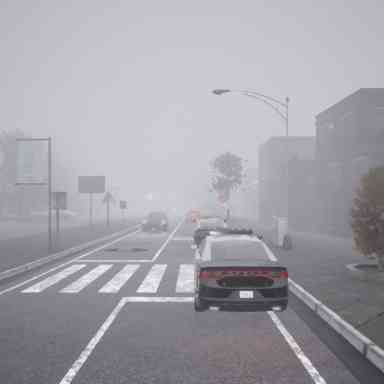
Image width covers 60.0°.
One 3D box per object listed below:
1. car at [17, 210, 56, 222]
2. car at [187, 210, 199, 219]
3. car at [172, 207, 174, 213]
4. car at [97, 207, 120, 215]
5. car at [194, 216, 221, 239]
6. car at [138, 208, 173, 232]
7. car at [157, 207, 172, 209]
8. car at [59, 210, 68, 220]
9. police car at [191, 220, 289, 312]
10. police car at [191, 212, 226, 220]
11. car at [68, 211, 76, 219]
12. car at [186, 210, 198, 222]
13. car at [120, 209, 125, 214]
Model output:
[{"bbox_3d":[-21.773,3.396,46.155,4.674,1.452,2.002,0,-2,0],"label":"car"},{"bbox_3d":[0.244,4.032,60.089,2.033,1.411,5.357,0,-2,0],"label":"car"},{"bbox_3d":[-8.497,4.963,89.809,5.566,2.045,2.435,0,-3,0],"label":"car"},{"bbox_3d":[-21.571,4.964,84.306,5.008,1.535,2.097,0,-2,0],"label":"car"},{"bbox_3d":[1.060,2.527,24.543,1.812,1.442,4.674,0,-2,0],"label":"car"},{"bbox_3d":[-3.143,2.563,29.525,2.097,1.767,4.553,0,-2,0],"label":"car"},{"bbox_3d":[-8.477,5.086,87.000,4.892,1.521,2.231,0,-3,0],"label":"car"},{"bbox_3d":[-21.753,3.495,49.430,4.892,1.521,2.231,0,-2,0],"label":"car"},{"bbox_3d":[0.998,1.766,8.656,1.930,1.638,5.238,0,-2,0],"label":"police car"},{"bbox_3d":[1.034,2.179,18.658,1.930,1.638,5.238,0,-2,0],"label":"police car"},{"bbox_3d":[-21.748,3.631,52.700,5.008,1.535,2.097,0,-2,0],"label":"car"},{"bbox_3d":[0.203,3.277,46.658,2.097,1.767,4.553,0,-2,1],"label":"car"},{"bbox_3d":[-21.553,5.217,89.868,5.008,1.535,2.097,0,-3,0],"label":"car"}]
